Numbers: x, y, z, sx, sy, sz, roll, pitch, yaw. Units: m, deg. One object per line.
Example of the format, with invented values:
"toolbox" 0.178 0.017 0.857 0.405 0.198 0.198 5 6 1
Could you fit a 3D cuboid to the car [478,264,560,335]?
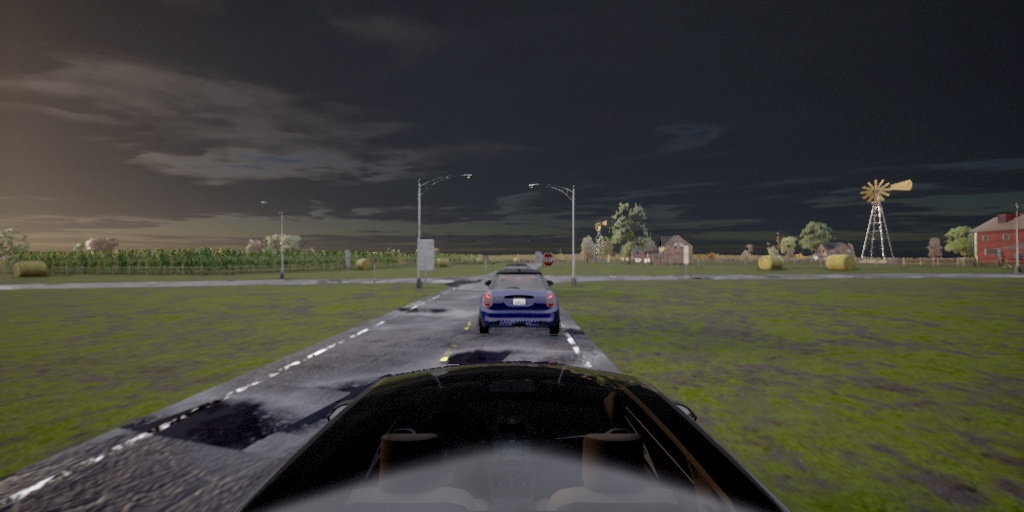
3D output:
"car" 0.210 1.172 10.998 2.097 1.767 4.553 0 -1 1
